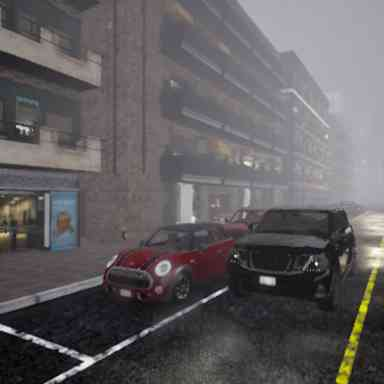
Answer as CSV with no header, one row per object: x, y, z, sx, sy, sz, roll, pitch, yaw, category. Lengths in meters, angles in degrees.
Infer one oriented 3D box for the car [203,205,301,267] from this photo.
2.638,1.529,13.364,2.192,1.841,5.009,0,-1,32,car

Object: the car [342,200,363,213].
17.425,1.875,37.353,2.192,1.841,5.009,0,-1,32,car

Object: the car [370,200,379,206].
44.039,2.725,80.528,2.008,1.369,4.403,0,-1,32,car

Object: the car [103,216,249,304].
-0.320,1.584,8.565,1.967,1.590,4.097,0,-1,32,car

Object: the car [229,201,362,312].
2.868,1.359,8.616,2.150,2.045,5.566,-1,-1,32,car

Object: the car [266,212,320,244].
5.595,1.865,18.159,1.802,1.307,4.206,0,-1,32,car

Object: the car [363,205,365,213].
20.381,2.068,42.149,1.967,1.590,4.097,0,-1,32,car

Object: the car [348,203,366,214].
23.339,2.242,46.946,1.887,1.381,4.507,0,-1,32,car
